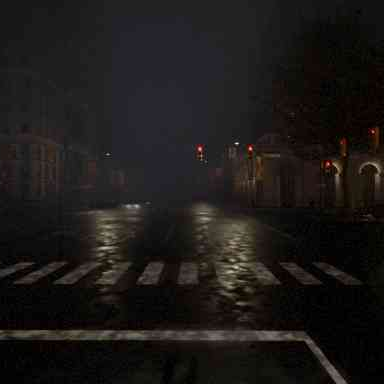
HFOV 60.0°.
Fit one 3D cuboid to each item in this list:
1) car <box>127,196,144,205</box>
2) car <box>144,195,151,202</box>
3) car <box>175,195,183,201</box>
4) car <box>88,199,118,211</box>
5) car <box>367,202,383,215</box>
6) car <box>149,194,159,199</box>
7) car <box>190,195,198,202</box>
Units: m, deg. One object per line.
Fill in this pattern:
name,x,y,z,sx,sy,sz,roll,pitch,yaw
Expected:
car,-10.392,1.601,60.247,1.895,1.301,4.718,0,0,1
car,-10.171,1.478,72.480,1.882,1.535,5.008,0,0,1
car,-3.087,1.449,78.631,2.128,1.511,4.902,0,0,1
car,-11.096,1.601,41.817,1.895,1.301,4.718,0,0,12
car,19.573,1.564,32.742,4.181,1.385,1.994,0,0,0
car,-9.964,1.210,87.837,1.895,1.301,4.718,0,0,1
car,0.412,1.450,78.586,2.128,1.511,4.902,0,0,1
